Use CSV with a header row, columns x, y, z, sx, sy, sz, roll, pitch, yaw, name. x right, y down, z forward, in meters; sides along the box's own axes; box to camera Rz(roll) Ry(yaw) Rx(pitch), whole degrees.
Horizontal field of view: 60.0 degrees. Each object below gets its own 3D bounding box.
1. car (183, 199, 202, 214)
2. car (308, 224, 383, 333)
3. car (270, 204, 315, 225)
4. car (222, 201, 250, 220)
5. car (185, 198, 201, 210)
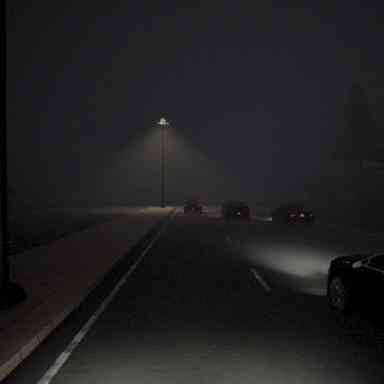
x,y,z,sx,sy,sz,roll,pitch,yaw,name
0.094,1.526,35.778,1.812,1.442,4.674,0,0,0,car
3.597,1.490,4.687,2.128,1.511,4.902,0,0,0,car
7.100,1.547,23.935,2.033,1.411,5.357,0,0,0,car
3.600,1.477,27.920,1.882,1.535,5.008,0,0,0,car
0.098,1.564,44.546,1.994,1.385,4.181,0,0,0,car
